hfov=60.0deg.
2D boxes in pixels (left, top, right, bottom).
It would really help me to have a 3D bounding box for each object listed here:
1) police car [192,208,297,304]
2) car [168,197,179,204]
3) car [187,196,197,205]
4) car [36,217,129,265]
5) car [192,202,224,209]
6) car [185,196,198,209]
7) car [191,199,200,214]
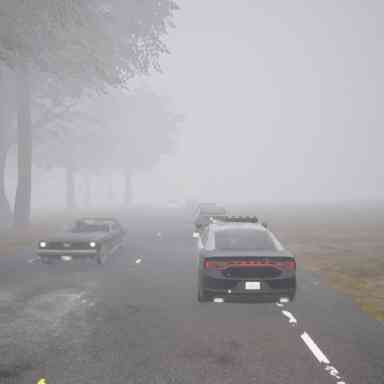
[{"bbox_3d":[1.057,1.423,8.364,1.930,1.638,5.238,0,0,0],"label":"police car"},{"bbox_3d":[-3.463,1.699,63.609,1.895,1.301,4.718,0,0,0],"label":"car"},{"bbox_3d":[0.037,1.576,63.656,1.882,1.535,5.008,0,0,0],"label":"car"},{"bbox_3d":[-3.591,1.598,11.763,1.895,1.301,4.718,0,0,0],"label":"car"},{"bbox_3d":[1.062,1.505,18.256,1.837,1.490,4.892,0,0,0],"label":"car"},{"bbox_3d":[0.053,1.579,45.925,2.033,1.411,5.357,0,0,0],"label":"car"},{"bbox_3d":[1.065,1.508,24.258,1.837,1.490,4.892,0,0,0],"label":"car"}]
